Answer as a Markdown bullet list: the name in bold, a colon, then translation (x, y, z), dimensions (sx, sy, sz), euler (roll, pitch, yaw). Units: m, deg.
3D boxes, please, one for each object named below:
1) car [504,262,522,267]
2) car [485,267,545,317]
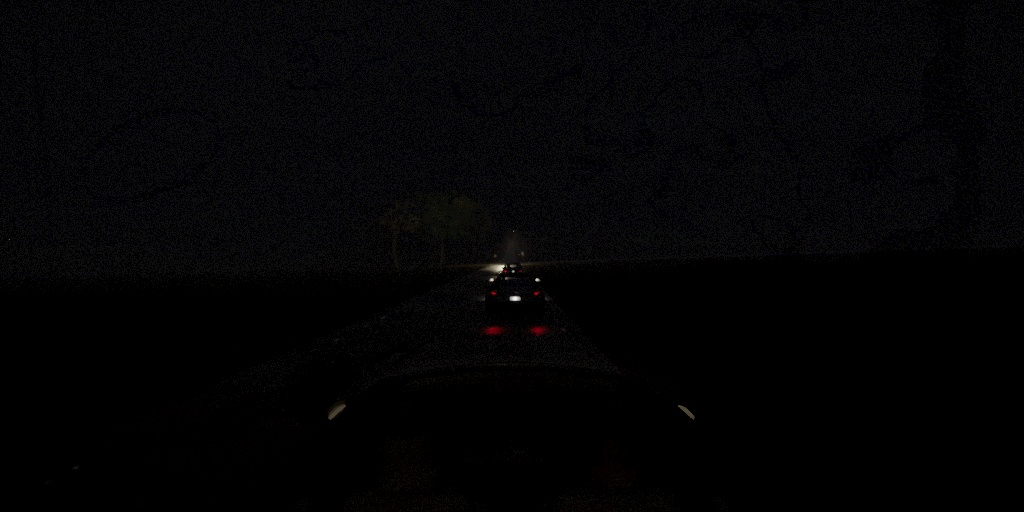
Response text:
- **car**: translation (0.095, 1.250, 30.812), dimensions (2.033, 1.411, 5.357), euler (0, 0, 0)
- **car**: translation (0.098, 1.289, 13.120), dimensions (1.994, 1.385, 4.181), euler (0, 0, 0)
